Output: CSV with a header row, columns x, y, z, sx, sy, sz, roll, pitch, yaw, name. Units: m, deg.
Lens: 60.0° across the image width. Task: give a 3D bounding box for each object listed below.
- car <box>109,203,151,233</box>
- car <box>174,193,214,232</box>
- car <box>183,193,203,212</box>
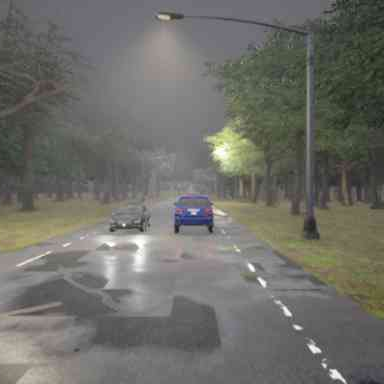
x,y,z,sx,sy,sz,roll,pitch,yaw,name
-3.502,1.455,19.535,1.837,1.490,4.892,0,0,0,car
0.098,1.170,19.875,2.150,2.045,5.566,0,0,0,car
0.096,1.116,38.785,2.150,2.045,5.566,0,0,0,car
